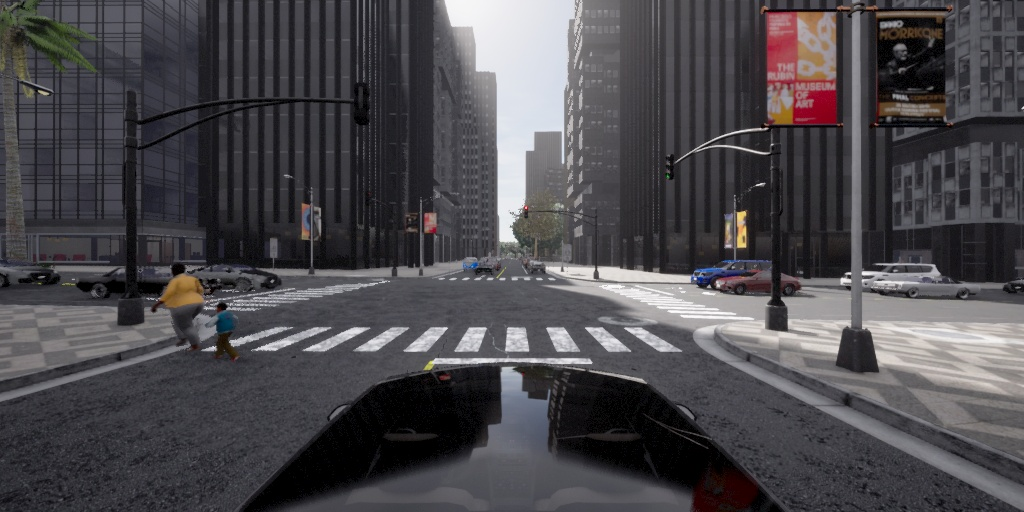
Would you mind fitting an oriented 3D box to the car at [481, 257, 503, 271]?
[{"bbox_3d":[-2.783,1.113,49.283,2.097,1.767,4.553,0,0,1],"label":"car"}]

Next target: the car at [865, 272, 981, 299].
[{"bbox_3d":[24.827,1.841,21.670,4.718,1.301,1.895,1,0,0],"label":"car"}]

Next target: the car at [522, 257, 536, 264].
[{"bbox_3d":[3.160,1.079,58.322,2.192,1.841,5.009,0,0,1],"label":"car"}]

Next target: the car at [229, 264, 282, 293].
[{"bbox_3d":[-14.274,1.085,18.386,4.181,1.385,1.994,1,0,0],"label":"car"}]

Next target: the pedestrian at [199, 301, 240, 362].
[{"bbox_3d":[-5.381,1.424,6.756,0.500,1.100,0.500,0,0,0],"label":"pedestrian"}]

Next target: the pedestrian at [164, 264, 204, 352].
[{"bbox_3d":[-6.840,1.044,7.478,0.375,1.860,0.375,0,0,0],"label":"pedestrian"}]

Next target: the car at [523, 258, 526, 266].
[{"bbox_3d":[3.104,1.313,52.809,2.007,1.370,4.403,0,0,1],"label":"car"}]

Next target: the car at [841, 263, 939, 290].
[{"bbox_3d":[26.290,1.496,24.911,5.566,2.045,2.150,1,0,0],"label":"car"}]

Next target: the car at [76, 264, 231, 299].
[{"bbox_3d":[-14.972,1.103,15.034,4.718,1.301,1.895,1,0,3],"label":"car"}]

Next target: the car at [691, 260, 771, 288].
[{"bbox_3d":[15.533,1.294,24.954,5.566,2.045,2.150,1,0,0],"label":"car"}]

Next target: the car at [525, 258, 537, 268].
[{"bbox_3d":[3.050,1.285,47.467,1.751,1.417,4.829,0,0,1],"label":"car"}]

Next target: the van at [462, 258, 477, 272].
[{"bbox_3d":[-5.476,1.101,47.380,1.690,1.789,3.998,0,0,1],"label":"van"}]

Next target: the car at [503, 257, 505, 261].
[{"bbox_3d":[-2.674,1.269,59.532,1.837,1.490,4.892,0,0,1],"label":"car"}]

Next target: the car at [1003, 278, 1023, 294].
[{"bbox_3d":[37.096,2.044,24.853,4.181,1.385,1.994,1,0,0],"label":"car"}]

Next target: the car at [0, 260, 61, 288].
[{"bbox_3d":[-26.181,0.875,18.433,4.181,1.385,1.994,1,0,0],"label":"car"}]

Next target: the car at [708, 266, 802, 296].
[{"bbox_3d":[14.846,1.579,21.713,4.674,1.442,1.812,1,0,0],"label":"car"}]

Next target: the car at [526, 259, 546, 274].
[{"bbox_3d":[2.993,1.309,41.784,2.007,1.370,4.403,0,0,1],"label":"car"}]

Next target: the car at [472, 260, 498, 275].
[{"bbox_3d":[-2.890,1.358,39.000,1.895,1.301,4.718,0,0,1],"label":"car"}]
